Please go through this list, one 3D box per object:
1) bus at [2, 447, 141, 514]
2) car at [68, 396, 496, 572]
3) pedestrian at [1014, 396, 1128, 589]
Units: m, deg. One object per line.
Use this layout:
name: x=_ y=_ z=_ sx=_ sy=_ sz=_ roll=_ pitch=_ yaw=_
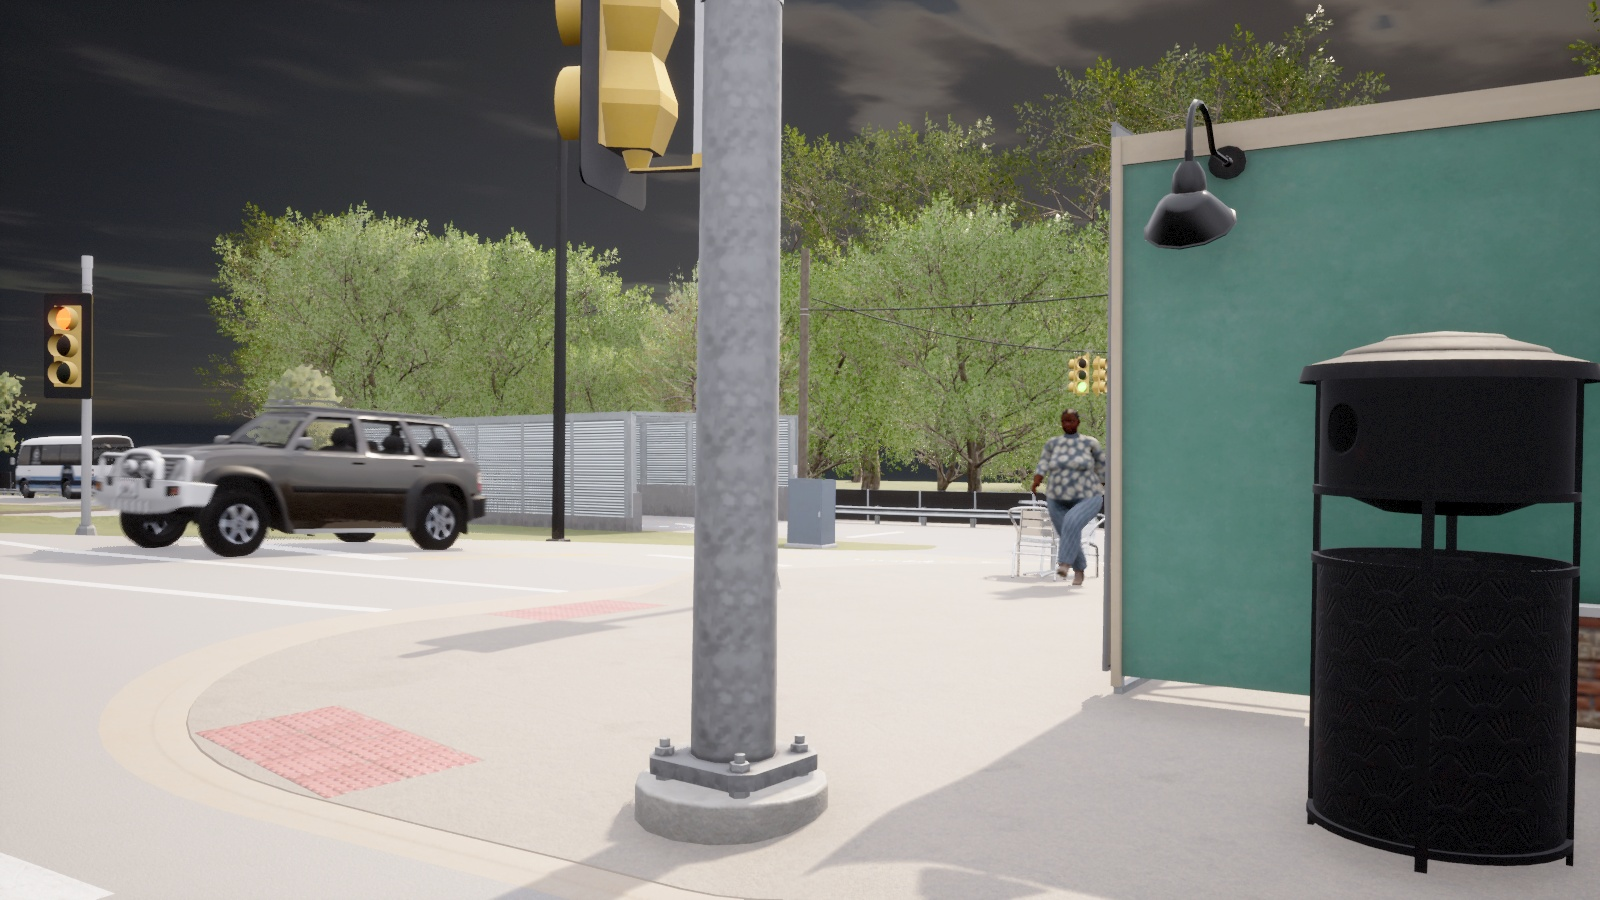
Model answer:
bus: x=-49.866 y=2.098 z=85.874 sx=10.273 sy=4.253 sz=3.944 roll=-2 pitch=0 yaw=34
car: x=-6.230 y=0.430 z=15.683 sx=1.932 sy=1.855 sz=4.605 roll=0 pitch=-2 yaw=34
pedestrian: x=2.754 y=0.402 z=12.715 sx=0.874 sy=1.855 sz=0.900 roll=0 pitch=1 yaw=32
